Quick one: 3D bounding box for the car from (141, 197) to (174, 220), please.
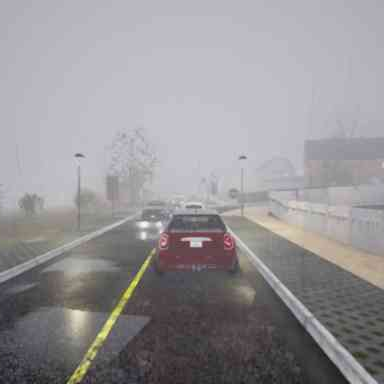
[{"bbox_3d":[-2.755,1.339,26.198,2.033,1.411,5.357,0,0,0],"label":"car"}]

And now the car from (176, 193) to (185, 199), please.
[{"bbox_3d":[-2.765,0.917,80.913,1.812,1.442,4.674,0,0,0],"label":"car"}]

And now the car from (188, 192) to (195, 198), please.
[{"bbox_3d":[-0.016,0.710,88.712,1.812,1.442,4.674,0,0,0],"label":"car"}]

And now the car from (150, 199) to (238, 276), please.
[{"bbox_3d":[0.096,1.268,10.175,2.097,1.767,4.553,0,0,0],"label":"car"}]

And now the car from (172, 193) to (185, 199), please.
[{"bbox_3d":[-2.773,0.982,65.667,1.882,1.535,5.008,0,1,0],"label":"car"}]

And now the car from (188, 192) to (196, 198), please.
[{"bbox_3d":[-0.014,0.961,78.706,1.994,1.385,4.181,0,0,0],"label":"car"}]
